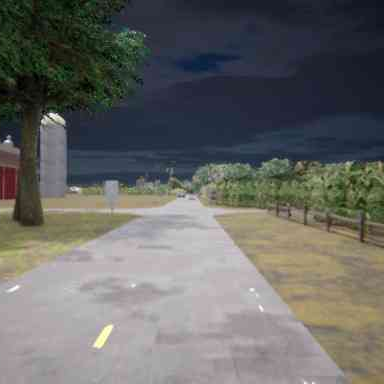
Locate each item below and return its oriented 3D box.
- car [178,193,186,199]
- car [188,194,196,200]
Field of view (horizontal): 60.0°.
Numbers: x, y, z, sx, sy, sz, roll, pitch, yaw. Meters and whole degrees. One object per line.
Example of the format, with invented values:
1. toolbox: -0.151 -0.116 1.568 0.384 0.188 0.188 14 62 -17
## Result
1. car: -2.744 0.981 90.864 1.882 1.535 5.008 0 0 0
2. car: 0.006 1.485 86.717 1.895 1.301 4.718 0 0 0
